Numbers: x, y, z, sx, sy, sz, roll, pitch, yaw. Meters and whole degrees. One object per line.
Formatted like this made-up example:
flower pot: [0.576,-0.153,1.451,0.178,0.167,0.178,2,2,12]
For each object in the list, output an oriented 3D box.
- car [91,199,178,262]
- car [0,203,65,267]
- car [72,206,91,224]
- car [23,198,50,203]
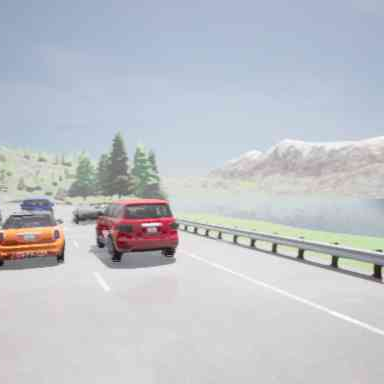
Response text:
car: [-2.329,1.296,12.858,2.150,2.045,5.566,-1,0,-24]
car: [-5.925,1.473,12.349,2.097,1.767,4.553,-1,0,-24]
car: [-8.670,1.810,26.982,1.895,1.301,4.718,-1,0,-24]
car: [-11.644,1.469,25.037,2.150,2.045,5.566,-1,0,-24]
